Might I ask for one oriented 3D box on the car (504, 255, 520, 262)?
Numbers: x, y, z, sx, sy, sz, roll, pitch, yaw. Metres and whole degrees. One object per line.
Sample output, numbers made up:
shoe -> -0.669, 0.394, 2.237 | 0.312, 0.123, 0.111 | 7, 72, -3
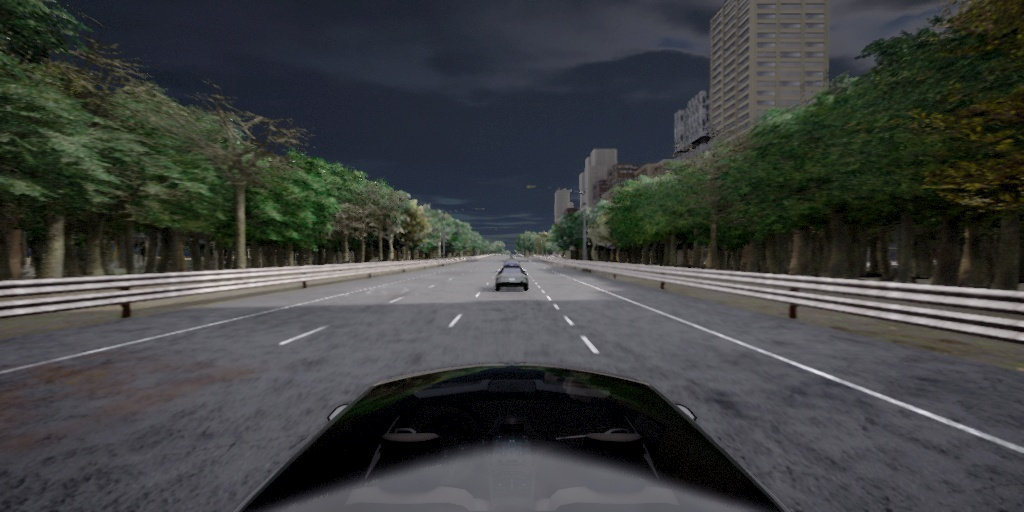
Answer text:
car -> -0.009, 1.065, 44.611 | 2.097, 1.767, 4.553 | 0, 0, 0

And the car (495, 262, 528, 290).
car -> -0.004, 1.306, 22.678 | 1.994, 1.385, 4.181 | 0, 0, 0
